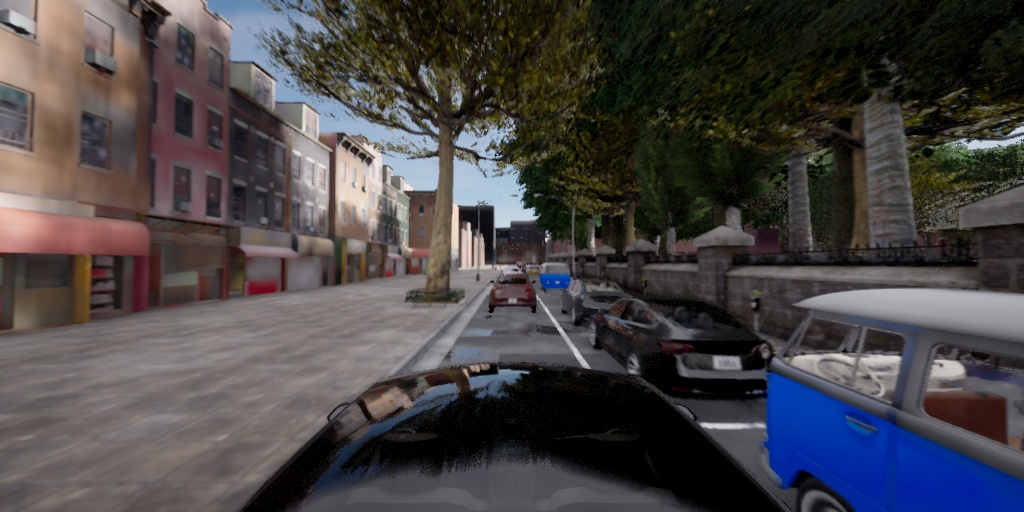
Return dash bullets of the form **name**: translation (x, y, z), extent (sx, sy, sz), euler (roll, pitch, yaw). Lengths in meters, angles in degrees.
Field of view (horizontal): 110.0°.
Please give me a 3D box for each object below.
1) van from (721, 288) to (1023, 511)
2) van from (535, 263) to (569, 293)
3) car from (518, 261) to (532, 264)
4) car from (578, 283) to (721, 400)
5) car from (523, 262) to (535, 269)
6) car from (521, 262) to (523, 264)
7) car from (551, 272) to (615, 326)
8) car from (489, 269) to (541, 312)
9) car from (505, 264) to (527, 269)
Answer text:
- **van**: translation (2.638, 1.083, 1.035), extent (1.690, 1.789, 3.998), euler (0, 0, 0)
- **van**: translation (2.633, 1.341, 22.831), extent (1.690, 1.789, 3.998), euler (0, 0, 0)
- **car**: translation (2.624, 1.817, 60.972), extent (2.192, 1.841, 5.009), euler (0, 0, 0)
- **car**: translation (2.637, 1.371, 6.484), extent (1.948, 1.339, 4.313), euler (0, 0, 0)
- **car**: translation (2.628, 1.803, 44.796), extent (1.751, 1.417, 4.829), euler (0, 0, 0)
- **car**: translation (2.625, 2.007, 55.524), extent (1.802, 1.307, 4.207), euler (0, 0, 0)
- **car**: translation (2.636, 1.419, 11.933), extent (2.007, 1.370, 4.403), euler (0, 0, 0)
- **car**: translation (0.046, 1.429, 14.916), extent (1.812, 1.442, 4.674), euler (0, 0, 0)
- **car**: translation (0.045, 1.614, 29.965), extent (1.812, 1.442, 4.674), euler (0, 0, 1)
